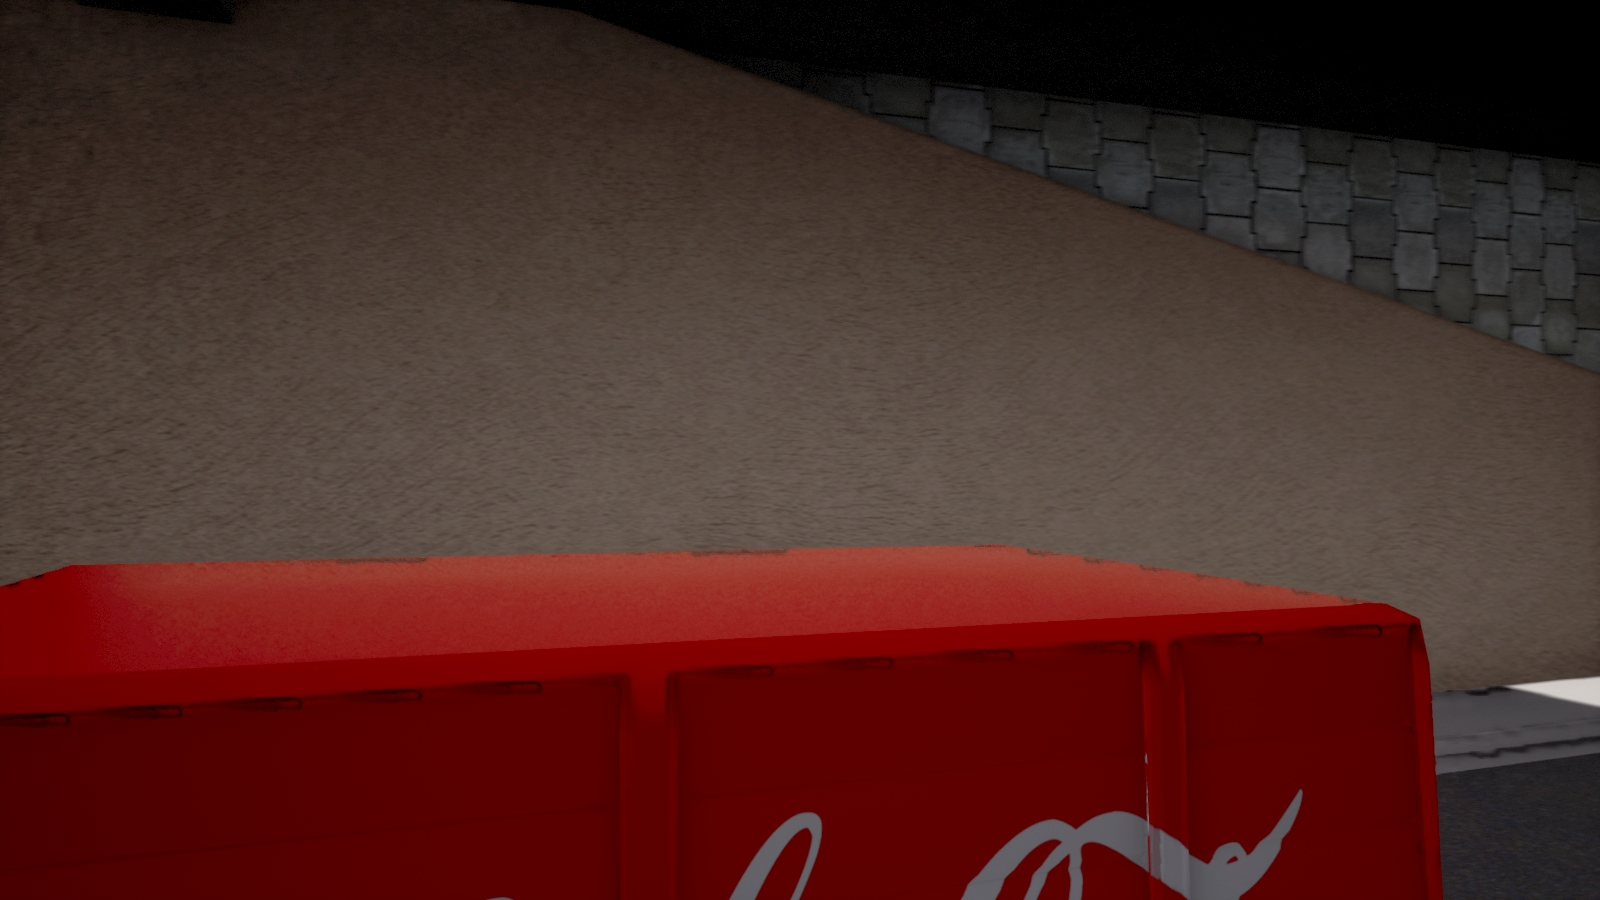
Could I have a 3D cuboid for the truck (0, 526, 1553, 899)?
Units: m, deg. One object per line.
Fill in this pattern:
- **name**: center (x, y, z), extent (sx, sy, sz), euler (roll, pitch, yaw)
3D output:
- **truck**: center (-1.243, 1.567, 2.841), extent (5.204, 2.467, 2.627), euler (0, 0, -20)
